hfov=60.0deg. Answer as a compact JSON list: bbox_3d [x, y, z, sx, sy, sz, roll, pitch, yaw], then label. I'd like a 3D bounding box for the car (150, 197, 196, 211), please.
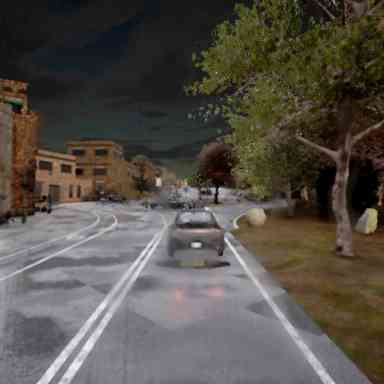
[{"bbox_3d":[-2.032,1.304,35.475,4.892,1.490,1.837,-2,0,6],"label":"car"}]

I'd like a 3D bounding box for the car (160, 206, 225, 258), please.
[{"bbox_3d":[0.085,1.442,12.360,2.128,1.511,4.902,0,-1,-1],"label":"car"}]

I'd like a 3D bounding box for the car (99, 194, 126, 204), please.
[{"bbox_3d":[-12.873,1.080,54.168,2.128,1.511,4.902,-1,-1,31],"label":"car"}]
